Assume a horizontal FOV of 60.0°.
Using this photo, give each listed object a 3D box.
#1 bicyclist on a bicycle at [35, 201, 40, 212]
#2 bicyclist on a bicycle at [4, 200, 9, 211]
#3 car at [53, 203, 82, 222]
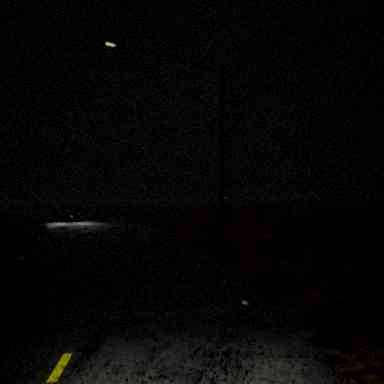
[{"bbox_3d":[-22.929,2.167,49.431,1.656,1.620,0.582,-2,-3,39],"label":"bicyclist on a bicycle"},{"bbox_3d":[-30.753,2.219,55.033,1.843,1.776,0.659,-1,-3,32],"label":"bicyclist on a bicycle"},{"bbox_3d":[-10.447,1.671,27.801,1.837,1.490,4.892,2,-2,-28],"label":"car"}]
